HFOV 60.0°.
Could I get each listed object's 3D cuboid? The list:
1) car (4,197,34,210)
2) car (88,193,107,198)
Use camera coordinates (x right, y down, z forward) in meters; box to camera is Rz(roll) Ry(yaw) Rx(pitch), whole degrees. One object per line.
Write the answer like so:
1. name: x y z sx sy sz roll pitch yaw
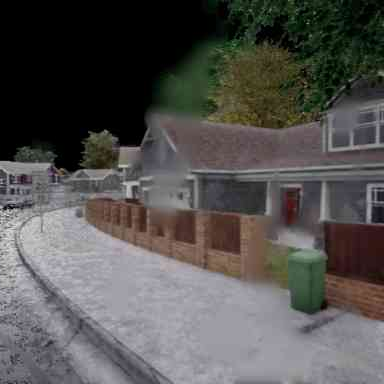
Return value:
1. car: -19.794 1.321 38.109 1.994 1.385 4.181 0 0 -7
2. car: -18.524 0.988 65.215 2.097 1.767 4.553 0 0 12
